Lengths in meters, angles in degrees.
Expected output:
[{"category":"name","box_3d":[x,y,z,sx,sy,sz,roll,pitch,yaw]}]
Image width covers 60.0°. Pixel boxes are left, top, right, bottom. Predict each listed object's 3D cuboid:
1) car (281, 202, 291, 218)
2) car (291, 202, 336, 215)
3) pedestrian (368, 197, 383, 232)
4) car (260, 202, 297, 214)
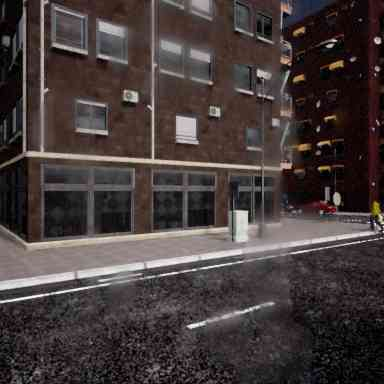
[{"category":"car","box_3d":[7.191,1.862,32.714,1.802,1.307,4.206,-1,0,-36]},{"category":"car","box_3d":[13.955,1.828,37.604,1.887,1.381,4.507,-1,0,-36]},{"category":"pedestrian","box_3d":[9.645,1.154,17.552,0.375,1.860,0.375,0,0,-36]},{"category":"car","box_3d":[10.837,1.920,41.916,1.947,1.339,4.313,-1,0,-36]}]
